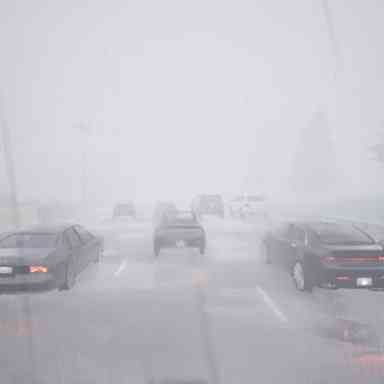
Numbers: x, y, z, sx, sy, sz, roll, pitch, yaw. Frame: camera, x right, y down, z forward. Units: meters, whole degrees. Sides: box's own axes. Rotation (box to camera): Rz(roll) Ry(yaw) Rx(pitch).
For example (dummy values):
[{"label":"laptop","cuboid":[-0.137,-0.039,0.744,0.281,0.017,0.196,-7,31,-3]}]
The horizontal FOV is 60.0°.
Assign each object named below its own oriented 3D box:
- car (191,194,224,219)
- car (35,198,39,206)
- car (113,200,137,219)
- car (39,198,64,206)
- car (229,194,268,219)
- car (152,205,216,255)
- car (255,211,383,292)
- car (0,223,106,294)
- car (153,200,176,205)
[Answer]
[{"label":"car","cuboid":[1.266,1.199,28.800,2.150,2.045,5.566,0,0,-8]},{"label":"car","cuboid":[-23.369,1.551,48.135,2.033,1.411,5.357,0,0,-9]},{"label":"car","cuboid":[-5.944,1.480,29.577,2.128,1.511,4.902,0,0,-9]},{"label":"car","cuboid":[-19.737,1.546,47.638,2.033,1.411,5.357,0,0,-9]},{"label":"car","cuboid":[4.793,1.194,28.859,2.150,2.045,5.566,0,0,-8]},{"label":"car","cuboid":[-0.542,1.483,13.267,2.128,1.511,4.902,0,0,-4]},{"label":"car","cuboid":[3.236,1.494,8.900,1.837,1.490,4.892,0,0,-3]},{"label":"car","cuboid":[-3.738,1.547,8.916,2.033,1.411,5.357,0,0,-3]},{"label":"car","cuboid":[-2.416,1.475,29.656,2.128,1.511,4.902,0,0,-9]}]
